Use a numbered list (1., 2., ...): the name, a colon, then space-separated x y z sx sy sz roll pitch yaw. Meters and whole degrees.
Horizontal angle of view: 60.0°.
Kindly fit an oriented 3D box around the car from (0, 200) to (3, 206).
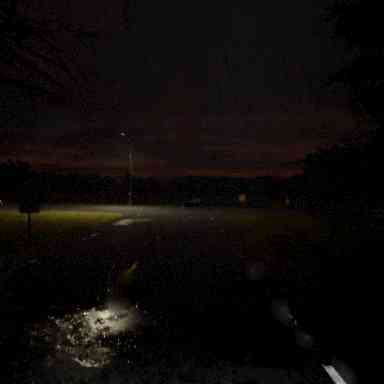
1. car: -27.016 1.023 42.913 4.553 1.767 2.097 1 1 0

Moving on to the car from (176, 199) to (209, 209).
1. car: 0.128 1.780 49.811 4.902 1.511 2.128 2 0 0
